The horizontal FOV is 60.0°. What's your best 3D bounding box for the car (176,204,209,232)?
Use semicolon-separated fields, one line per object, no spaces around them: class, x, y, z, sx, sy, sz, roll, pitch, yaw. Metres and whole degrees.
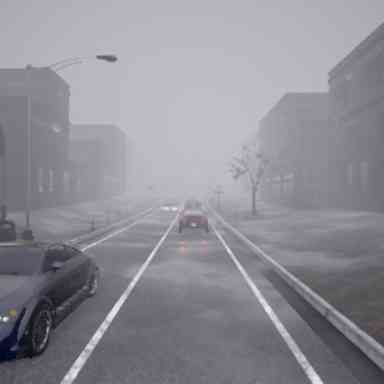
car;0.099;1.743;21.581;1.812;1.442;4.674;0;-1;0

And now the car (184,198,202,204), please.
car;0.109;1.532;39.191;2.097;1.767;4.553;1;1;0

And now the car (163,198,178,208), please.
car;-3.075;1.523;48.772;1.994;1.385;4.181;0;2;0

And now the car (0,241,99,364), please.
car;-3.100;1.617;5.939;1.994;1.385;4.181;0;-1;0
